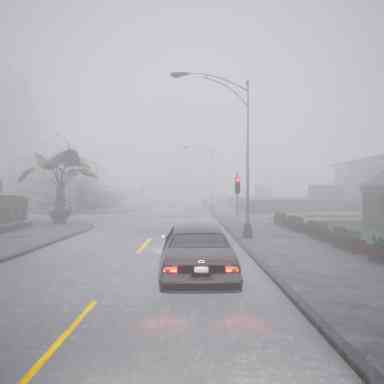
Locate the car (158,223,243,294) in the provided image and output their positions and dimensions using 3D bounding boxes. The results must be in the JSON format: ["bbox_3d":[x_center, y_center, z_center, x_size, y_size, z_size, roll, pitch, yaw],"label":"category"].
[{"bbox_3d":[0.111,1.547,8.948,2.033,1.411,5.357,0,0,-2],"label":"car"}]

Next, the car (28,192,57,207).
[{"bbox_3d":[-19.770,0.986,43.858,1.905,1.878,3.866,0,0,35],"label":"car"}]
